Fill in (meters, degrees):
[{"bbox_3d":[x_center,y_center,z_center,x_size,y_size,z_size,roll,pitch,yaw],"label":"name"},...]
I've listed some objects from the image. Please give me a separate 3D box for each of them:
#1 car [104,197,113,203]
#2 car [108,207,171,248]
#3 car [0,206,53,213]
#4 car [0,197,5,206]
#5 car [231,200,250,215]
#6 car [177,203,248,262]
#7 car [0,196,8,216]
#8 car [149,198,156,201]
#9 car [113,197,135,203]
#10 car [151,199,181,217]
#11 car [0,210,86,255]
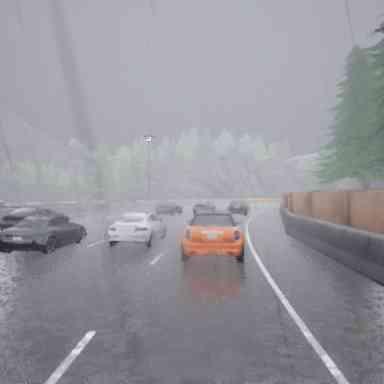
[{"bbox_3d":[-16.487,1.888,70.105,2.097,1.767,4.553,0,-1,24],"label":"car"},{"bbox_3d":[-2.416,1.647,15.392,1.812,1.442,4.674,0,0,6],"label":"car"},{"bbox_3d":[-8.959,1.642,19.441,1.837,1.490,4.892,0,0,7],"label":"car"},{"bbox_3d":[-18.262,1.542,28.885,2.097,1.767,4.553,0,0,11],"label":"car"},{"bbox_3d":[5.187,1.667,36.646,2.097,1.767,4.553,0,0,14],"label":"car"},{"bbox_3d":[0.841,1.460,12.771,2.097,1.767,4.553,0,0,5],"label":"car"},{"bbox_3d":[-21.106,1.435,32.782,2.150,2.045,5.566,0,0,12],"label":"car"},{"bbox_3d":[-5.937,2.082,67.922,2.033,1.411,5.357,0,0,24],"label":"car"},{"bbox_3d":[-13.527,2.025,68.117,1.837,1.490,4.892,0,-1,22],"label":"car"},{"bbox_3d":[-2.340,1.777,35.486,2.128,1.511,4.902,0,0,14],"label":"car"},{"bbox_3d":[-6.073,1.663,13.932,1.994,1.385,4.181,0,0,5],"label":"car"}]
